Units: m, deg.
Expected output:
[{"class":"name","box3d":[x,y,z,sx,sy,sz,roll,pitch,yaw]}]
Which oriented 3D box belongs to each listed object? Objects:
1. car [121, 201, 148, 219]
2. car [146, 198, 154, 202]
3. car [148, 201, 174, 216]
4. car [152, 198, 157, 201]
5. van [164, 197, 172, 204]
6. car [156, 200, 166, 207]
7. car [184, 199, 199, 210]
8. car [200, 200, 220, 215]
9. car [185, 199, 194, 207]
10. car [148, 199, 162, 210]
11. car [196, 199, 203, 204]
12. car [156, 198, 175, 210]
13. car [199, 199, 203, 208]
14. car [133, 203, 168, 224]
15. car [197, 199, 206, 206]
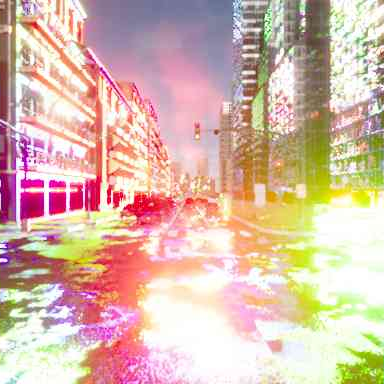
[{"class":"car","box3d":[-5.983,1.907,33.487,1.887,1.381,4.507,-1,-1,0]},{"class":"car","box3d":[-6.031,1.865,39.136,1.967,1.590,4.097,-1,-1,0]},{"class":"car","box3d":[-3.402,1.972,37.211,1.994,1.385,4.181,0,-1,0]},{"class":"car","box3d":[-6.124,1.869,50.435,2.192,1.841,5.009,-1,-1,0]},{"class":"van","box3d":[-6.443,2.349,89.972,1.690,1.788,3.998,-1,-1,0]},{"class":"car","box3d":[-6.258,2.330,67.377,1.802,1.307,4.206,-1,-1,0]},{"class":"car","box3d":[-0.359,2.154,54.255,2.033,1.411,5.357,0,-1,-1]},{"class":"car","box3d":[2.317,1.985,39.260,1.887,1.381,4.507,-1,-1,0]},{"class":"car","box3d":[-0.459,2.269,68.000,1.837,1.490,4.892,0,-1,0]},{"class":"car","box3d":[-6.168,2.058,56.081,1.967,1.590,4.097,-1,-1,0]},{"class":"car","box3d":[1.904,2.551,90.266,1.752,1.417,4.829,-1,-1,0]},{"class":"car","box3d":[-3.482,2.014,47.333,2.128,1.511,4.902,0,-1,0]},{"class":"car","box3d":[2.135,2.249,61.853,2.008,1.369,4.403,-1,-1,0]},{"class":"car","box3d":[-3.332,1.861,27.287,1.994,1.385,4.181,0,-1,0]},{"class":"car","box3d":[2.043,2.372,73.151,1.887,1.381,4.507,-1,-1,0]}]
